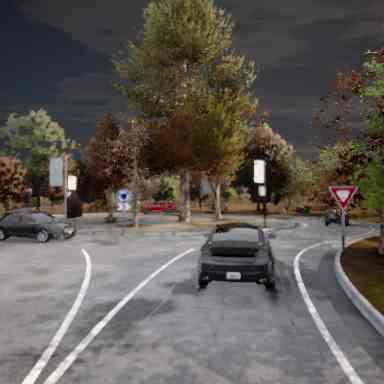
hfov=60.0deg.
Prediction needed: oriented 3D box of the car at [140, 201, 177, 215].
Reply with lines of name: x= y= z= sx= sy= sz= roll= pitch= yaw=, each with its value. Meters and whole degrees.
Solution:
car: x=-5.115 y=2.372 z=50.310 sx=5.566 sy=2.045 sz=2.150 roll=1 pitch=-2 yaw=-5

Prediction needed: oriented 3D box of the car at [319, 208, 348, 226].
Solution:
car: x=12.834 y=2.217 z=30.187 sx=1.837 sy=1.490 sz=4.892 roll=1 pitch=-1 yaw=15

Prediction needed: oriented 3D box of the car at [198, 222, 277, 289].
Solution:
car: x=1.355 y=1.640 z=9.634 sx=1.837 sy=1.490 sz=4.892 roll=0 pitch=-2 yaw=11

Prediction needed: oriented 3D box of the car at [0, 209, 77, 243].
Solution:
car: x=-8.564 y=1.873 z=18.148 sx=4.892 sy=1.490 sz=1.837 roll=0 pitch=-1 yaw=22
